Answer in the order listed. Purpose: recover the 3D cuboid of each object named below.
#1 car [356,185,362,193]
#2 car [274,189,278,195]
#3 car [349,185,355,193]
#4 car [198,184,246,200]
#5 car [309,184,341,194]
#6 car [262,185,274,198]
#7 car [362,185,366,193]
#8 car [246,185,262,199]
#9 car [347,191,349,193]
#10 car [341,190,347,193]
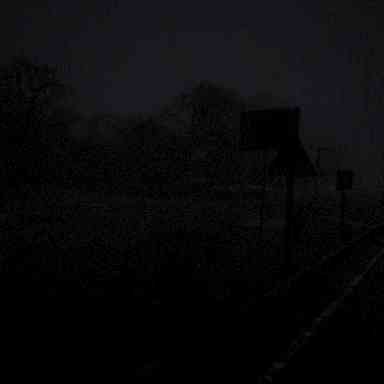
[{"bbox_3d":[39.023,-0.612,83.101,4.674,1.452,2.002,4,3,37],"label":"car"},{"bbox_3d":[8.599,-0.144,42.471,4.674,1.452,2.002,4,3,37],"label":"car"},{"bbox_3d":[34.057,-0.749,76.384,4.553,1.767,2.185,4,3,37],"label":"car"},{"bbox_3d":[2.783,-0.025,34.711,4.674,1.452,2.002,4,3,37],"label":"car"},{"bbox_3d":[25.687,-0.530,65.258,5.008,1.535,2.097,4,3,37],"label":"car"},{"bbox_3d":[6.706,-0.146,39.954,5.008,1.535,2.097,4,3,37],"label":"car"},{"bbox_3d":[40.837,-0.652,85.222,5.366,1.575,1.946,4,3,37],"label":"car"},{"bbox_3d":[4.752,-0.104,37.329,4.892,1.521,2.231,4,3,37],"label":"car"},{"bbox_3d":[30.688,-0.557,71.952,4.674,1.452,2.002,4,3,37],"label":"car"},{"bbox_3d":[29.017,-0.579,69.721,5.008,1.535,2.097,4,3,37],"label":"car"}]
